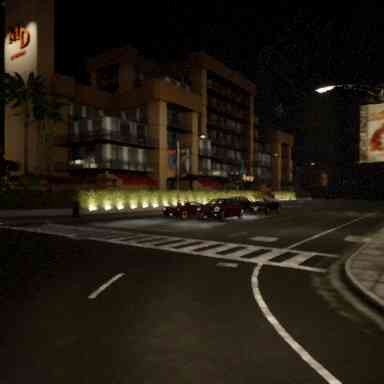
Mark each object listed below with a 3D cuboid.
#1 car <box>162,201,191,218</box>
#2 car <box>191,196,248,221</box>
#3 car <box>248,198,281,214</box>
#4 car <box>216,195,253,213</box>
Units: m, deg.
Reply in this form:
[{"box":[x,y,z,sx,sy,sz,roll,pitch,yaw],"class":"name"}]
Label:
[{"box":[-0.445,1.492,28.658,1.895,1.301,4.718,0,0,35],"class":"car"},{"box":[2.261,1.266,26.414,2.097,1.767,4.553,0,0,35],"class":"car"},{"box":[7.512,1.405,33.895,2.128,1.511,4.902,0,0,35],"class":"car"},{"box":[4.675,1.243,35.943,2.097,1.767,4.553,0,0,35],"class":"car"}]
